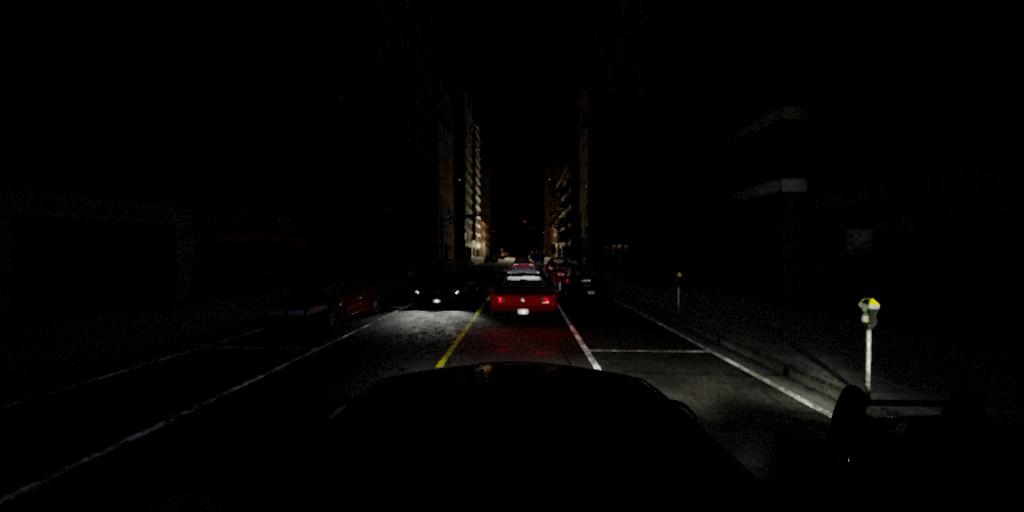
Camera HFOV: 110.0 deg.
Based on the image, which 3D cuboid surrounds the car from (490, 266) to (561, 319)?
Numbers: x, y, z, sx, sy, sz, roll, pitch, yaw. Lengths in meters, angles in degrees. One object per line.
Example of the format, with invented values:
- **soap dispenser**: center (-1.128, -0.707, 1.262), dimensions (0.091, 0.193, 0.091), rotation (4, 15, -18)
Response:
- **car**: center (0.383, 1.204, 12.017), dimensions (1.895, 1.301, 4.718), rotation (0, 1, 2)

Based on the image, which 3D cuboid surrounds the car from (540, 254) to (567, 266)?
- **car**: center (3.384, 0.833, 26.646), dimensions (1.967, 1.591, 4.097), rotation (0, 0, 2)

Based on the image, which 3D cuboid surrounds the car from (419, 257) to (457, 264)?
- **car**: center (-4.812, 0.913, 21.377), dimensions (1.967, 1.591, 4.097), rotation (0, 0, 2)

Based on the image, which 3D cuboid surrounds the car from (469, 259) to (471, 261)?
- **car**: center (-4.463, 0.866, 32.407), dimensions (2.007, 1.370, 4.403), rotation (0, 0, 2)

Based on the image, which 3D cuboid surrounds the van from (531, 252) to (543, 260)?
- **van**: center (4.417, 0.268, 59.226), dimensions (1.690, 1.789, 3.998), rotation (0, 0, 2)

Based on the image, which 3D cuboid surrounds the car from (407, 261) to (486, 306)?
- **car**: center (-2.480, 1.112, 14.814), dimensions (2.033, 1.411, 5.357), rotation (0, 1, 2)

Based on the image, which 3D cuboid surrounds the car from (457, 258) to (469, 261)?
- **car**: center (-4.643, 0.920, 26.721), dimensions (1.751, 1.417, 4.829), rotation (0, 0, 2)

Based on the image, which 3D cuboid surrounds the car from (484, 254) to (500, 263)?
- **car**: center (-3.604, 0.479, 59.472), dimensions (2.007, 1.370, 4.403), rotation (0, 0, 2)

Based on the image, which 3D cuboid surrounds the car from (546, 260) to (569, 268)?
- **car**: center (3.209, 1.054, 21.130), dimensions (1.802, 1.307, 4.207), rotation (0, 0, 2)

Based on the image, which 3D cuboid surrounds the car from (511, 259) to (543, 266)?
- **car**: center (0.701, 1.060, 22.135), dimensions (1.895, 1.301, 4.718), rotation (0, 1, 2)

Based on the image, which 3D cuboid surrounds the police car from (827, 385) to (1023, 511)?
- **police car**: center (2.920, 1.193, 0.297), dimensions (1.930, 1.638, 5.238), rotation (0, 1, 2)

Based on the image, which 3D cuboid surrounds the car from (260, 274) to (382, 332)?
- **car**: center (-5.162, 1.212, 10.346), dimensions (1.802, 1.307, 4.207), rotation (0, 0, 2)

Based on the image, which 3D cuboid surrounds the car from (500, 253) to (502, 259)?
- **car**: center (-3.424, 0.392, 65.150), dimensions (1.888, 1.381, 4.507), rotation (0, 0, 2)

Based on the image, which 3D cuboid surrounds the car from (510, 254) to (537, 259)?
- **car**: center (0.916, 0.841, 32.221), dimensions (1.812, 1.442, 4.674), rotation (0, 1, -1)

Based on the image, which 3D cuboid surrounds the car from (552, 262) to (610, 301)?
- **car**: center (3.034, 1.101, 15.614), dimensions (2.007, 1.370, 4.403), rotation (0, 0, 2)
